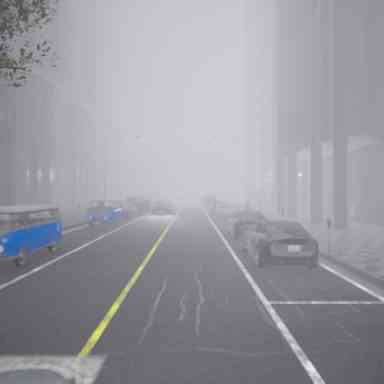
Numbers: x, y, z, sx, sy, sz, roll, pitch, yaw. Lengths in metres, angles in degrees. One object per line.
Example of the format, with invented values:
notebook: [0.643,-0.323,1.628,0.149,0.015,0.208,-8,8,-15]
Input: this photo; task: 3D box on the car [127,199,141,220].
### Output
car: [-5.761,1.547,27.908,1.887,1.381,4.507,0,0,0]

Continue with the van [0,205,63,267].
van: [-5.761,1.341,11.054,1.690,1.788,3.998,0,0,0]

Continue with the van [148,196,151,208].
van: [-5.760,1.346,39.146,1.690,1.788,3.998,0,0,0]

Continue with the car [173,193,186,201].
car: [-2.997,1.279,77.541,1.882,1.535,5.008,0,0,0]

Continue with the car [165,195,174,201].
car: [-5.759,1.590,84.092,2.008,1.369,4.403,0,0,0]

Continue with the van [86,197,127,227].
van: [-5.761,1.342,22.290,1.690,1.788,3.998,0,0,0]

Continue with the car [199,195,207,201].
car: [2.766,1.565,84.274,1.752,1.417,4.829,0,0,0]

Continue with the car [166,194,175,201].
car: [-5.759,1.360,89.711,2.192,1.841,5.009,0,0,0]

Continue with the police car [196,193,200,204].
police car: [2.369,1.447,65.724,1.930,1.638,5.238,0,0,0]

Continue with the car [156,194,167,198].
car: [-5.760,1.540,55.830,1.752,1.417,4.829,0,0,0]

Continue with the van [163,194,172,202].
van: [-5.759,1.375,78.474,1.690,1.788,3.998,0,0,0]

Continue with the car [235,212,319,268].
car: [2.764,1.566,11.060,1.947,1.339,4.313,0,0,0]

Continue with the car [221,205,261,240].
car: [2.764,1.566,16.678,1.947,1.339,4.313,0,0,0]

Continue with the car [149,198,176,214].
car: [-3.095,1.605,35.509,1.895,1.301,4.718,0,0,0]

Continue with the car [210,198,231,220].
car: [2.764,1.528,28.086,1.752,1.417,4.829,0,0,0]

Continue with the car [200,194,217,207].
car: [2.765,1.326,50.392,2.192,1.841,5.009,0,0,0]

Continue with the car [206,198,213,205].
car: [2.764,1.570,33.535,1.947,1.339,4.313,0,0,0]

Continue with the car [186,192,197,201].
car: [0.003,1.125,83.784,2.150,2.045,5.566,0,0,0]

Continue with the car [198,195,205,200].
car: [2.766,1.632,95.342,1.802,1.307,4.206,0,0,0]

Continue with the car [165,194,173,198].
car: [-5.760,1.573,72.855,1.887,1.381,4.507,0,0,0]

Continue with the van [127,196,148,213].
van: [-5.760,1.345,33.526,1.690,1.788,3.998,0,0,0]
